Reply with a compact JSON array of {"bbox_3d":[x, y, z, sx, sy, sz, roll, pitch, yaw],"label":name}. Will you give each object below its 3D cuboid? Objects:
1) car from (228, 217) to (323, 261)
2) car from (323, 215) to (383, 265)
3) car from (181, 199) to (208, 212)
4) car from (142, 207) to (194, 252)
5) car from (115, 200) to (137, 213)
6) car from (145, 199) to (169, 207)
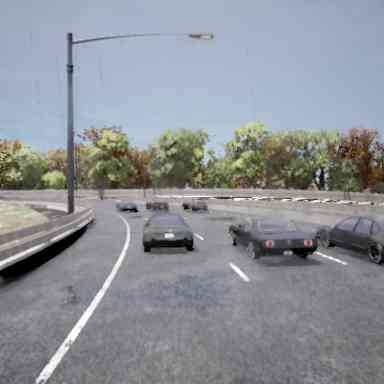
[{"bbox_3d":[2.693,1.586,12.340,1.895,1.301,4.718,0,0,-6],"label":"car"},{"bbox_3d":[6.291,1.505,11.538,2.033,1.411,5.357,0,0,-6],"label":"car"},{"bbox_3d":[0.224,1.505,37.849,2.128,1.511,4.902,0,0,-20],"label":"car"},{"bbox_3d":[-1.094,1.578,14.190,1.994,1.385,4.181,0,0,-8],"label":"car"},{"bbox_3d":[-7.823,1.638,39.373,1.994,1.385,4.181,0,0,-22],"label":"car"},{"bbox_3d":[-4.283,1.525,39.942,1.882,1.535,5.008,0,0,-21],"label":"car"}]
